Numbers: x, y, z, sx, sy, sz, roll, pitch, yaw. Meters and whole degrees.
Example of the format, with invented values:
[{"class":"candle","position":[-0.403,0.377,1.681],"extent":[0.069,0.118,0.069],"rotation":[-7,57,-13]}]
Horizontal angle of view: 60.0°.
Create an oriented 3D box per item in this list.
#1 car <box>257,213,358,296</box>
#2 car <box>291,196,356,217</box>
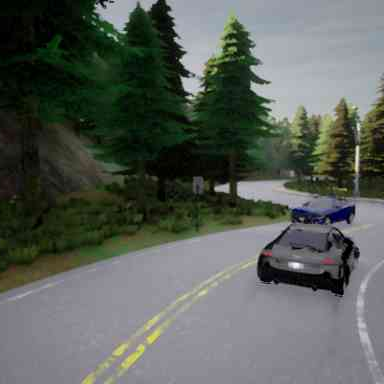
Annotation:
[{"class":"car","position":[3.271,1.550,9.012],"extent":[1.994,1.385,4.181],"rotation":[3,2,30]},{"class":"car","position":[7.352,1.016,18.453],"extent":[5.008,1.535,1.882],"rotation":[-2,5,-43]}]
